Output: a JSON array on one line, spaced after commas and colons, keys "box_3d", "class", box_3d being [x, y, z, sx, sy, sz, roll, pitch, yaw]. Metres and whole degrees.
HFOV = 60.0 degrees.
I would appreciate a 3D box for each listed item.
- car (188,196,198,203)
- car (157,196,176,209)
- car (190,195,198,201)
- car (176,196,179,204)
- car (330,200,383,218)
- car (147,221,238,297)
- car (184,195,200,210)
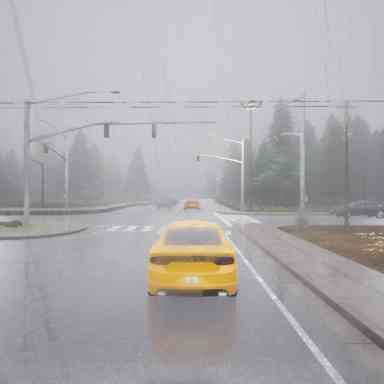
[{"box_3d": [0.246, 1.537, 72.865, 2.033, 1.411, 5.357, 0, 0, 2], "class": "car"}, {"box_3d": [-3.612, 1.547, 45.064, 2.033, 1.411, 5.357, 0, 0, 0], "class": "car"}, {"box_3d": [0.637, 1.442, 83.258, 1.837, 1.490, 4.892, 0, 0, 2], "class": "car"}, {"box_3d": [-3.589, 1.601, 55.242, 1.895, 1.301, 4.718, 0, 0, 1], "class": "car"}, {"box_3d": [14.889, 1.531, 29.630, 4.892, 1.490, 1.837, 0, 0, 1], "class": "car"}, {"box_3d": [0.043, 1.474, 8.642, 1.882, 1.535, 5.008, 0, 0, 1], "class": "car"}, {"box_3d": [-0.012, 1.478, 42.304, 1.882, 1.535, 5.008, 0, 0, 0], "class": "car"}]
